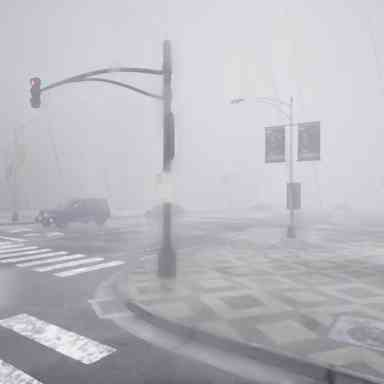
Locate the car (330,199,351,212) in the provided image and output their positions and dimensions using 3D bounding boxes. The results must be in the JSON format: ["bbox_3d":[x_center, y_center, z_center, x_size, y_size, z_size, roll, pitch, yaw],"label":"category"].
[{"bbox_3d":[24.540,2.382,54.106,2.128,1.511,4.902,0,-1,35],"label":"car"}]

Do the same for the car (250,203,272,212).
[{"bbox_3d":[10.761,2.329,51.671,1.895,1.301,4.718,0,-1,35],"label":"car"}]

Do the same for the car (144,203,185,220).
[{"bbox_3d":[-2.639,1.888,32.851,1.837,1.490,4.892,0,1,36],"label":"car"}]

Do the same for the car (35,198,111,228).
[{"bbox_3d":[-8.550,1.462,24.492,2.150,2.045,5.566,0,-1,35],"label":"car"}]
